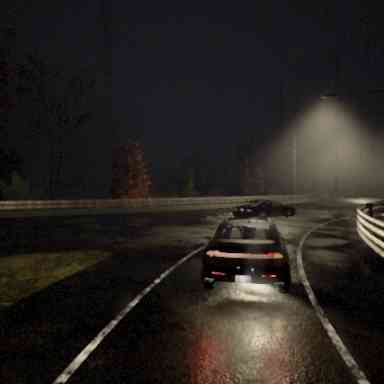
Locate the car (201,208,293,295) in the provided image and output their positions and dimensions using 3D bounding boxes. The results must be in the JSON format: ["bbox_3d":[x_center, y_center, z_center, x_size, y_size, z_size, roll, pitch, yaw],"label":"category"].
[{"bbox_3d":[1.466,1.396,8.605,2.128,1.511,4.902,0,1,12],"label":"car"}]

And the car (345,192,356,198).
[{"bbox_3d":[35.746,0.743,75.063,1.994,1.385,4.181,0,1,21],"label":"car"}]

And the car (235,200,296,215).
[{"bbox_3d":[5.465,1.279,24.686,5.357,1.411,2.033,0,1,-38],"label":"car"}]
